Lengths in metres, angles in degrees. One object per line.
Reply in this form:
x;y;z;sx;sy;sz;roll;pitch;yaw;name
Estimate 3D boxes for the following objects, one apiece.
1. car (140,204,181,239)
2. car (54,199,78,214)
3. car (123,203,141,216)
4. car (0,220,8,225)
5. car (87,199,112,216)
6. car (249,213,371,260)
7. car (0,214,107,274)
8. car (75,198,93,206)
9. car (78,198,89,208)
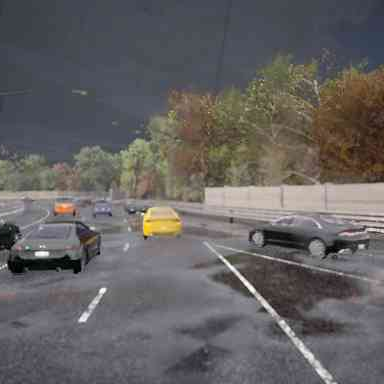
-1.770;1.602;18.446;1.882;1.535;5.008;0;0;-9;car
-14.292;1.608;37.424;2.097;1.767;4.553;0;0;-21;car
-6.245;1.843;35.891;1.895;1.301;4.718;0;0;-19;car
-7.834;1.434;11.700;2.097;1.767;4.553;0;0;-7;car
-9.489;1.783;34.702;2.033;1.411;5.357;0;0;-19;car
4.267;1.576;12.904;2.128;1.511;4.902;0;0;-31;car
-4.217;1.638;10.884;1.994;1.385;4.181;0;0;-6;car
-21.106;1.947;64.918;1.837;1.490;4.892;0;0;-37;car
-19.242;1.871;55.650;2.128;1.511;4.902;0;0;-30;car
